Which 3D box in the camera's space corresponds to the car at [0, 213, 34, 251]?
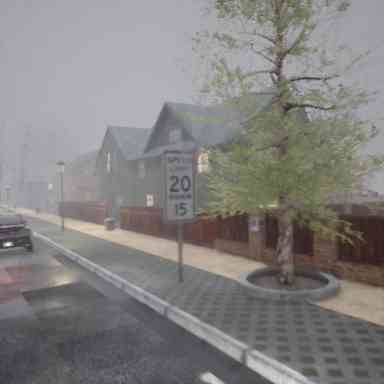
[{"bbox_3d":[-7.979,1.669,14.047,1.837,1.490,4.892,-2,0,-34],"label":"car"}]
